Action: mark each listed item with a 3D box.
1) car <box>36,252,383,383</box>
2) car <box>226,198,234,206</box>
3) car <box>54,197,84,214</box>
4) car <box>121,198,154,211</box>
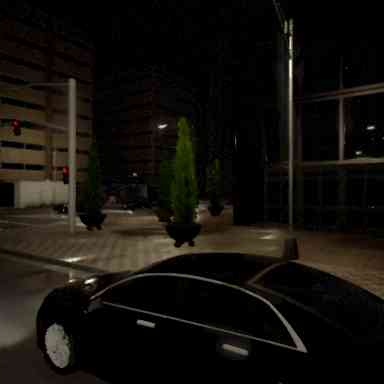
[{"bbox_3d":[0.087,1.499,3.931,4.892,1.490,1.837,0,0,36],"label":"car"},{"bbox_3d":[7.510,1.585,55.308,1.895,1.301,4.718,0,0,35],"label":"car"},{"bbox_3d":[-11.846,1.327,34.285,2.097,1.767,4.553,0,0,35],"label":"car"},{"bbox_3d":[-6.720,1.500,41.534,1.812,1.442,4.674,0,0,35],"label":"car"}]
